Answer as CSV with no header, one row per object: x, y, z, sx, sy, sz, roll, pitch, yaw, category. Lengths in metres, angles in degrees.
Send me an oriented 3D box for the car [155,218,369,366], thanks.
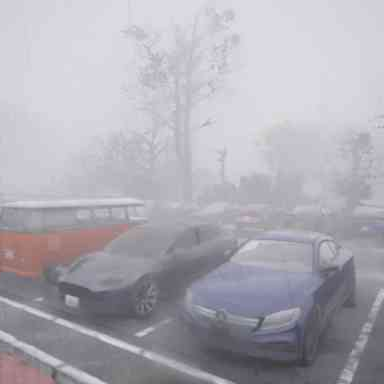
1.681,1.467,5.998,2.002,1.452,4.674,0,0,35,car

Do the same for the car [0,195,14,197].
-16.571,1.381,34.197,2.163,1.488,4.792,0,0,35,car

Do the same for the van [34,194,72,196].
-11.901,1.139,31.023,1.878,1.987,4.442,0,0,35,van

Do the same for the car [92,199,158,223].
-5.134,1.384,26.136,2.097,1.535,5.008,0,0,35,car

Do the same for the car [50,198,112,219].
-9.653,1.373,29.310,2.231,1.521,4.892,0,0,35,car

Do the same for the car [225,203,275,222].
4.227,1.441,19.597,2.163,1.488,4.792,0,0,35,car

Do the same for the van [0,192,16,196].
-18.970,1.119,35.698,1.878,1.987,4.442,0,0,35,van

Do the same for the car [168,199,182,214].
-0.517,1.398,22.884,2.097,1.535,5.008,0,0,35,car

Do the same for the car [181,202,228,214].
1.800,1.405,21.270,2.097,1.535,5.008,0,0,35,car

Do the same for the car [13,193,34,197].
-14.399,1.232,32.595,2.185,1.767,4.553,0,0,35,car

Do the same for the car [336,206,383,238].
8.831,1.425,16.325,2.097,1.535,5.008,0,0,35,car

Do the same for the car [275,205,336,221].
6.519,1.418,17.947,2.097,1.535,5.008,0,0,35,car

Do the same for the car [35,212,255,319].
-0.651,1.450,7.595,2.163,1.488,4.792,0,0,35,car

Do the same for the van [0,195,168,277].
-2.880,1.188,9.337,1.878,1.987,4.442,0,0,35,van
